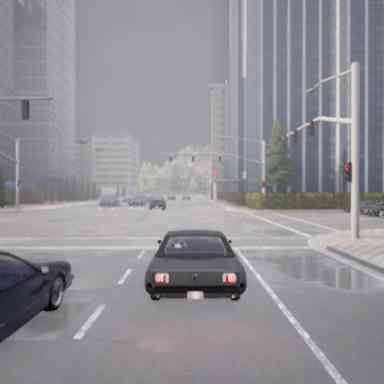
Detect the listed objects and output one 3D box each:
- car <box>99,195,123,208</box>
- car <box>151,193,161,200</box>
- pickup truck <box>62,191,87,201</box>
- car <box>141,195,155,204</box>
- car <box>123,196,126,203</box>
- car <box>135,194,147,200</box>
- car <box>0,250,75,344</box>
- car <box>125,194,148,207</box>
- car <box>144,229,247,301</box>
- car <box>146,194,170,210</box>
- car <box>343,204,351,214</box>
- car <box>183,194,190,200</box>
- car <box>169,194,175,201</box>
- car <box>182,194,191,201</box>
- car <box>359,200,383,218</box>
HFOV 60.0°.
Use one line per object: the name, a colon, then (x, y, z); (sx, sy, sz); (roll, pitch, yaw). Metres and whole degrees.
car: (-11.367, 1.200, 45.974); (2.097, 1.767, 4.553); (0, 0, -1)
car: (-8.271, 1.121, 77.005); (1.882, 1.535, 5.008); (0, 0, -1)
pickup truck: (-24.773, 0.829, 69.282); (2.390, 2.098, 6.274); (0, 0, 30)
car: (-8.072, 1.342, 61.449); (2.033, 1.411, 5.357); (0, 0, 0)
car: (-11.575, 1.322, 61.611); (1.812, 1.442, 4.674); (0, 1, 0)
car: (-11.770, 1.184, 76.951); (2.033, 1.411, 5.357); (0, 0, -1)
car: (-3.436, 1.532, 4.633); (2.033, 1.411, 5.357); (0, 0, 0)
car: (-7.894, 1.404, 48.063); (1.994, 1.385, 4.181); (0, 0, -1)
car: (0.066, 1.573, 8.229); (1.895, 1.301, 4.718); (0, 0, 0)
car: (-4.086, 1.370, 40.597); (1.837, 1.490, 4.892); (0, 0, -1)
car: (16.688, 1.459, 31.629); (4.181, 1.385, 1.994); (0, 0, 0)
car: (-1.395, 1.222, 85.035); (1.895, 1.301, 4.718); (0, 0, -1)
car: (-4.753, 1.273, 75.882); (1.812, 1.442, 4.674); (0, 0, -1)
car: (-1.229, 1.285, 74.389); (2.033, 1.411, 5.357); (0, 0, -1)
car: (17.016, 1.411, 28.131); (4.892, 1.490, 1.837); (0, 0, 0)
